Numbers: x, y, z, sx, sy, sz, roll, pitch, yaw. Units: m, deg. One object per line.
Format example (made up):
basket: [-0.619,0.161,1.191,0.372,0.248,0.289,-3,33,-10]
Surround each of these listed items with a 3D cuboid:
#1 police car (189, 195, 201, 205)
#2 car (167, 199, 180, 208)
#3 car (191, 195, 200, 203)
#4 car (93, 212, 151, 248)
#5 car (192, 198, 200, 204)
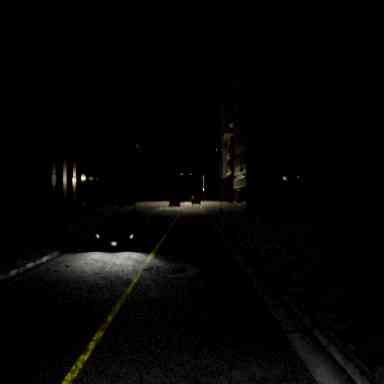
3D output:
police car: [0.915,1.972,71.118,1.930,1.638,5.238,0,0,0]
car: [-3.043,1.964,57.543,1.812,1.442,4.674,0,0,0]
car: [0.919,1.908,87.041,2.150,2.045,5.566,0,-1,0]
car: [-3.097,1.688,15.859,2.033,1.411,5.357,0,0,0]
car: [0.918,2.156,81.008,1.812,1.442,4.674,0,0,0]
